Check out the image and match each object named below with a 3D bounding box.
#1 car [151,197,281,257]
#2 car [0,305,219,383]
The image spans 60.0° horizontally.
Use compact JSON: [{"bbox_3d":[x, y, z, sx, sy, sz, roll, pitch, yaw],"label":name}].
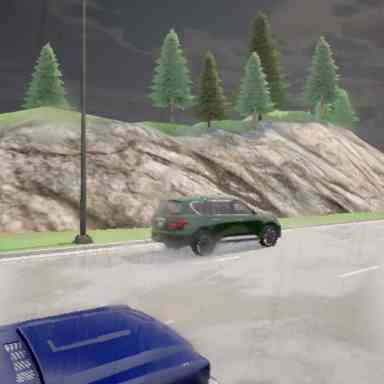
[{"bbox_3d":[1.079,1.218,13.123,5.566,2.045,2.150,0,0,-36],"label":"car"},{"bbox_3d":[-2.091,1.601,2.244,4.718,1.301,1.895,0,0,-36],"label":"car"}]
